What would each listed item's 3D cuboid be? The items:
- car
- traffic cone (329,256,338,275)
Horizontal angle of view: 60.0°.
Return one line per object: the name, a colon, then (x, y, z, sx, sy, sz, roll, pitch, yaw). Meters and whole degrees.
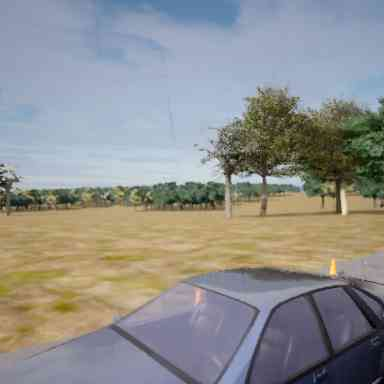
car: (0.601, 1.584, 3.434, 5.357, 1.411, 2.033, 0, -1, -38)
traffic cone: (3.882, 2.067, 9.123, 0.340, 0.580, 0.340, 1, -1, -41)
